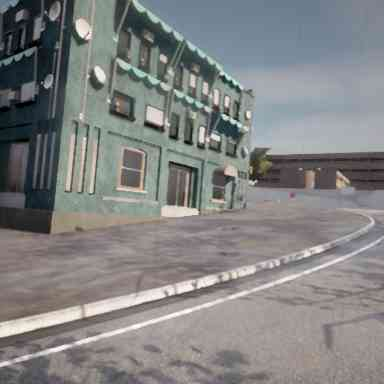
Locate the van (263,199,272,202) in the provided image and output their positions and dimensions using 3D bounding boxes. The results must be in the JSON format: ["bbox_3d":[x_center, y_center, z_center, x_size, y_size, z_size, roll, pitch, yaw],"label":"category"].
[{"bbox_3d":[14.682,2.430,64.625,1.878,1.987,4.442,2,-5,12],"label":"van"}]
